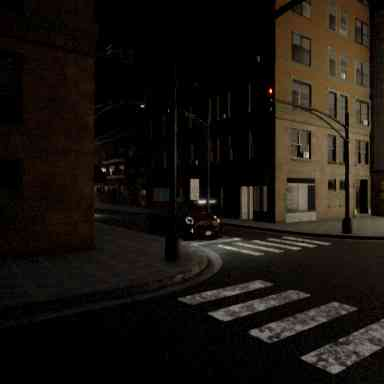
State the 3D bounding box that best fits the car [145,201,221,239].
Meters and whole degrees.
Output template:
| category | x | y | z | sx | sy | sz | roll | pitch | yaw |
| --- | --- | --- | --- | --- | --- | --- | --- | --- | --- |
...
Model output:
| category | x | y | z | sx | sy | sz | roll | pitch | yaw |
| --- | --- | --- | --- | --- | --- | --- | --- | --- | --- |
| car | -0.547 | 1.276 | 16.940 | 2.097 | 1.767 | 4.553 | 0 | 0 | -35 |
